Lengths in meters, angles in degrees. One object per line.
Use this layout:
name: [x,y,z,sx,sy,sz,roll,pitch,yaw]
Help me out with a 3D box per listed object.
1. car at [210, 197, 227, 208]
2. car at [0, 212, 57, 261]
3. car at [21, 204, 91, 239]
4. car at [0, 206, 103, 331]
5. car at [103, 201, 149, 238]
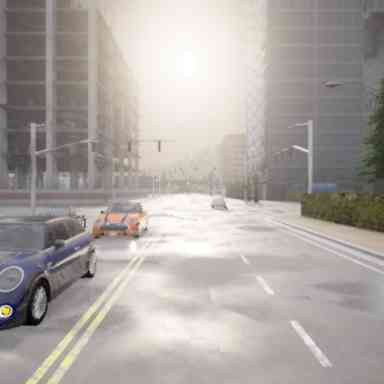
car: [3.507,1.394,44.644,1.812,1.442,4.674,0,0,0]
car: [-7.088,1.567,12.701,1.895,1.301,4.718,0,0,0]
car: [-7.035,1.477,17.814,1.812,1.442,4.674,0,0,0]
car: [-3.597,1.332,7.011,2.097,1.767,4.553,0,0,0]
car: [-3.539,1.301,17.228,2.097,1.767,4.553,0,0,0]
